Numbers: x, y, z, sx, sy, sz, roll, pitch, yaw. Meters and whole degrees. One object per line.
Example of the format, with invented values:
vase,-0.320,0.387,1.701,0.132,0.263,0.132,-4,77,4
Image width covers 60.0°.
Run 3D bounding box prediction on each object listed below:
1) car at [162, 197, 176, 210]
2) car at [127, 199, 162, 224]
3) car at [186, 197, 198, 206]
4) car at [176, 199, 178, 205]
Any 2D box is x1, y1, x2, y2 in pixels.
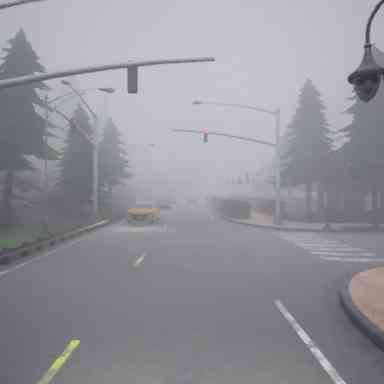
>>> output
car,-3.598,1.585,42.934,2.033,1.411,5.357,0,0,0
car,-3.602,1.499,25.086,1.882,1.535,5.008,0,0,0
car,-0.008,1.527,56.358,1.882,1.535,5.008,0,0,0
car,-3.570,1.577,59.401,1.812,1.442,4.674,0,0,0
